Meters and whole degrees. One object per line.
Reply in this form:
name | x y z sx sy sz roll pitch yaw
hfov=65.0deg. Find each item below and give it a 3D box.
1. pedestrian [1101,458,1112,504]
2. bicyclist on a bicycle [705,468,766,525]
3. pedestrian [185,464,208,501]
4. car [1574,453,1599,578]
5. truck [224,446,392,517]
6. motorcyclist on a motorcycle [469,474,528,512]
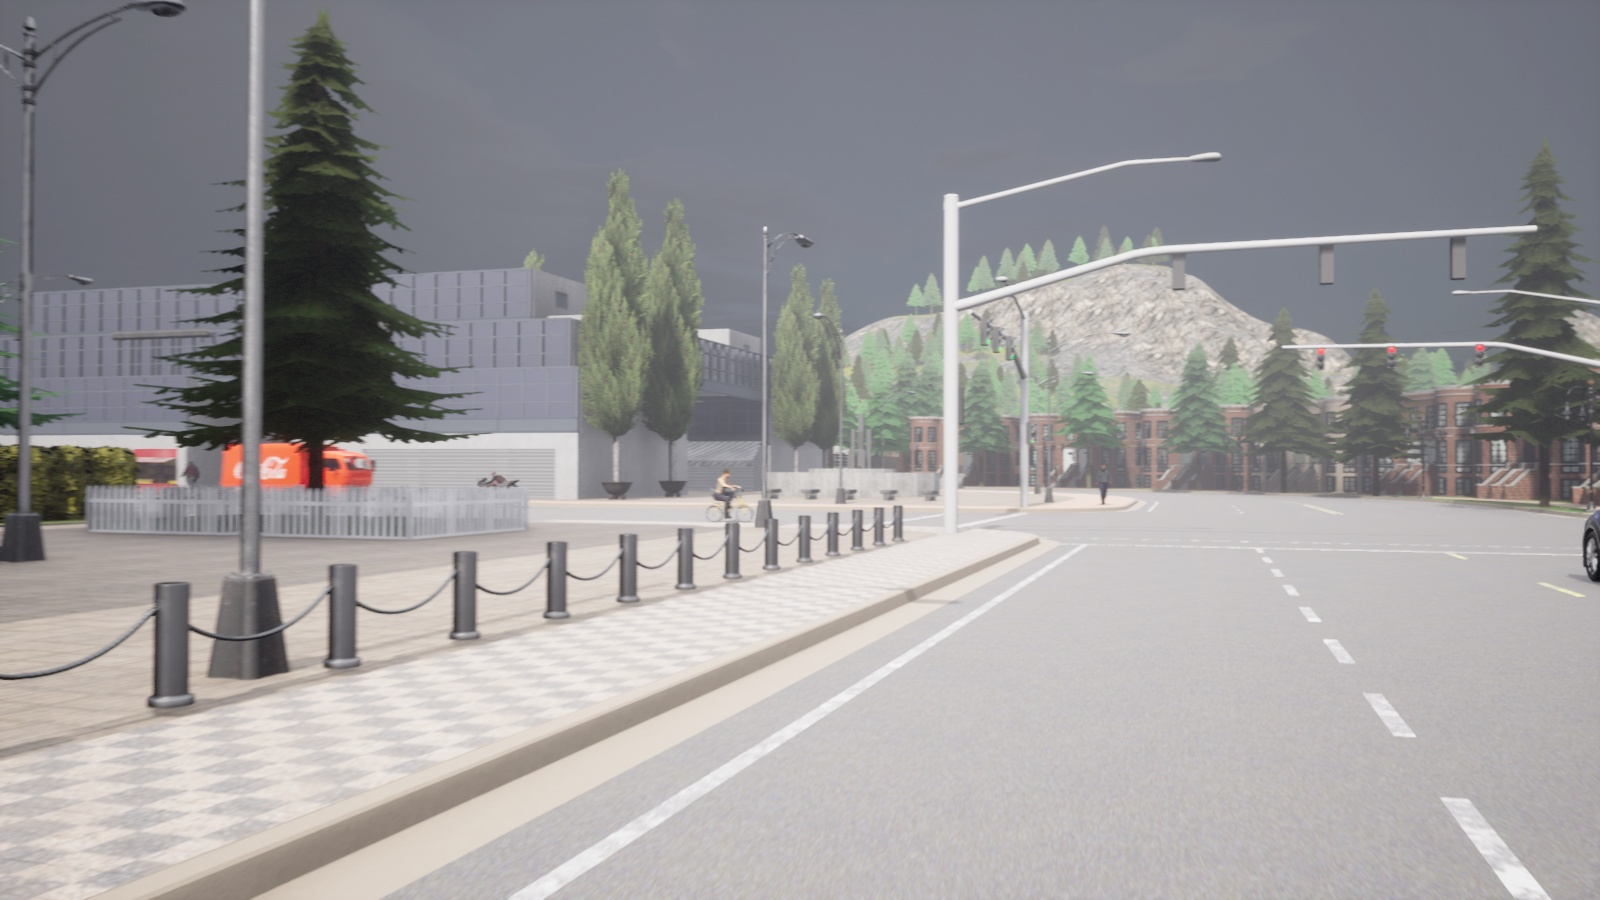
pedestrian | 13.000 1.298 53.234 0.423 1.949 0.788 0 -1 11
bicyclist on a bicycle | -1.889 1.359 36.879 1.509 1.612 0.866 -2 -1 18
pedestrian | -30.335 1.615 63.141 0.899 1.844 0.634 -1 -1 29
car | 12.017 0.900 16.511 2.097 1.767 4.553 -1 -1 18
truck | -17.859 1.139 45.663 5.204 2.467 2.627 -1 -1 18
motorcyclist on a motorcycle | -12.302 1.732 51.225 2.191 1.530 0.866 -1 -1 18
